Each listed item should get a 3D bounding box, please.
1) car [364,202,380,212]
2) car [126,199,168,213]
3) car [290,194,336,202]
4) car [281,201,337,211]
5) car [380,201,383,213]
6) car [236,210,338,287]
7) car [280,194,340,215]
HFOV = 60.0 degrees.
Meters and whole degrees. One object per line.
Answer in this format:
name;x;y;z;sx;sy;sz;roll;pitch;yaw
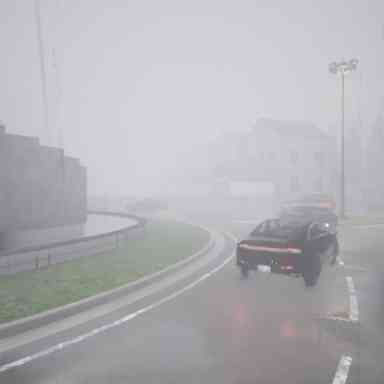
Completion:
car;21.803;1.599;37.321;4.718;1.301;1.895;0;0;-21
car;-4.945;1.490;36.305;4.902;1.511;2.128;0;0;28
car;10.611;1.350;30.958;4.553;1.767;2.097;0;0;-9
car;6.744;1.503;19.902;1.837;1.490;4.892;0;0;-7
car;21.987;1.476;33.651;5.008;1.535;1.882;0;0;-20
car;2.895;1.492;9.485;2.128;1.511;4.902;0;0;32
car;12.249;1.220;34.658;5.566;2.045;2.150;0;0;-11
